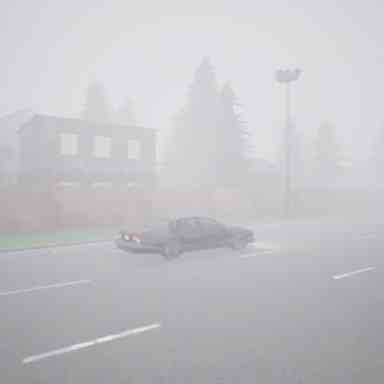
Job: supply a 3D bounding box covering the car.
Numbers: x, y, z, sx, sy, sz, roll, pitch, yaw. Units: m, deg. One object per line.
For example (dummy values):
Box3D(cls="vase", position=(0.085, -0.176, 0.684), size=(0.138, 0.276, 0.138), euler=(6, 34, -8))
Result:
Box3D(cls="car", position=(-0.069, 1.542, 12.388), size=(5.357, 1.411, 2.033), euler=(0, 0, -35))
